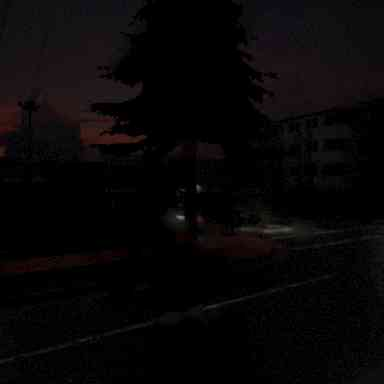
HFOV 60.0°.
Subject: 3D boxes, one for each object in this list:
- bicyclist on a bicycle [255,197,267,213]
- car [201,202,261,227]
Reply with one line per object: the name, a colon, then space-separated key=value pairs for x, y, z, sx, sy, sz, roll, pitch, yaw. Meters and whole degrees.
bicyclist on a bicycle: x=6.881 y=1.288 z=33.075 sx=1.656 sy=1.620 sz=0.582 roll=0 pitch=0 yaw=-35
car: x=2.668 y=1.477 z=23.472 sx=1.882 sy=1.535 sz=5.008 roll=0 pitch=0 yaw=-35
